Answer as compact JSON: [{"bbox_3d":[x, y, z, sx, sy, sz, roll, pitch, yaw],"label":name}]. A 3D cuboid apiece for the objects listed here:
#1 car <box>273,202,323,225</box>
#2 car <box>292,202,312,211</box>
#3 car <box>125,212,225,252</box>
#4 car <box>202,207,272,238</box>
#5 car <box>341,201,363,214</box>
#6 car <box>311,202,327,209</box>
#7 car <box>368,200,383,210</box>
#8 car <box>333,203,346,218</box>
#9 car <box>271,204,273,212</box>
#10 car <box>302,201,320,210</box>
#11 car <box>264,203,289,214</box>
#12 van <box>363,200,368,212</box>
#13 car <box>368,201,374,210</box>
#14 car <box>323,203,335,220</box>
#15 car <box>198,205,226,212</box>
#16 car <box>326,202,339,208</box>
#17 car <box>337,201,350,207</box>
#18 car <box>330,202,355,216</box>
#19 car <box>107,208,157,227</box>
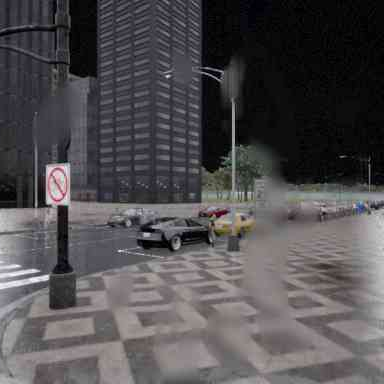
[{"bbox_3d":[9.233,1.790,28.693,2.192,1.841,5.009,-1,-2,35],"label":"car"},{"bbox_3d":[18.682,2.492,56.616,2.008,1.369,4.403,-1,-2,35],"label":"car"},{"bbox_3d":[-0.596,1.774,14.903,1.947,1.339,4.313,-1,-2,35],"label":"car"},{"bbox_3d":[2.779,1.823,19.636,1.752,1.417,4.829,-1,-2,35],"label":"car"},{"bbox_3d":[22.342,2.293,47.069,1.967,1.590,4.097,-1,-2,35],"label":"car"},{"bbox_3d":[25.236,2.671,65.805,1.887,1.381,4.507,-1,-2,35],"label":"car"},{"bbox_3d":[35.451,2.537,65.452,2.192,1.841,5.009,-1,-2,35],"label":"car"},{"bbox_3d":[15.792,2.245,37.881,1.802,1.307,4.206,-1,-2,36],"label":"car"},{"bbox_3d":[8.851,2.208,42.832,2.008,1.369,4.403,-1,-2,35],"label":"car"},{"bbox_3d":[21.959,2.474,61.213,1.967,1.590,4.097,-1,-2,35],"label":"car"},{"bbox_3d":[12.127,2.303,47.426,2.008,1.369,4.403,-1,-2,35],"label":"car"},{"bbox_3d":[25.619,2.288,51.666,1.690,1.788,3.998,-1,-2,35],"label":"van"},{"bbox_3d":[28.897,2.590,56.256,2.008,1.369,4.403,-1,-2,35],"label":"car"},{"bbox_3d":[12.511,2.113,33.282,1.887,1.381,4.507,-1,-2,35],"label":"car"},{"bbox_3d":[2.298,2.014,33.643,1.887,1.381,4.507,-1,-2,35],"label":"car"},{"bbox_3d":[31.791,2.889,74.994,1.802,1.307,4.206,-1,-2,35],"label":"car"},{"bbox_3d":[38.345,3.035,84.183,2.008,1.369,4.403,-1,-1,35],"label":"car"},{"bbox_3d":[19.065,2.303,42.472,1.887,1.381,4.507,-1,-2,35],"label":"car"},{"bbox_3d":[-4.255,1.840,24.453,2.008,1.369,4.403,-1,-1,35],"label":"car"}]
